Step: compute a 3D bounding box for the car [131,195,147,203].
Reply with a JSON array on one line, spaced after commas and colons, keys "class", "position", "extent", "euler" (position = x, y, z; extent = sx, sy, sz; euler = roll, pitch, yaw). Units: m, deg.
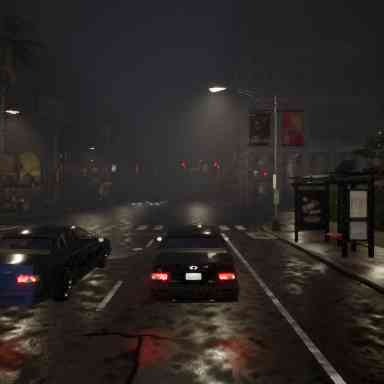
[{"class": "car", "position": [-11.005, 1.561, 67.309], "extent": [1.994, 1.385, 4.181], "euler": [0, 0, 0]}]

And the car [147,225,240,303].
[{"class": "car", "position": [0.024, 1.547, 8.421], "extent": [2.033, 1.411, 5.357], "euler": [0, 0, 0]}]

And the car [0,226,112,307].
[{"class": "car", "position": [-3.476, 1.547, 8.236], "extent": [2.033, 1.411, 5.357], "euler": [0, 0, 0]}]

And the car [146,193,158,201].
[{"class": "car", "position": [-10.645, 1.225, 89.122], "extent": [2.150, 2.045, 5.566], "euler": [0, 0, 6]}]

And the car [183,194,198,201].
[{"class": "car", "position": [-0.430, 1.540, 86.110], "extent": [2.033, 1.411, 5.357], "euler": [0, 0, 6]}]

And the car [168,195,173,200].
[{"class": "car", "position": [-7.142, 1.500, 88.948], "extent": [1.837, 1.490, 4.892], "euler": [0, 0, 6]}]

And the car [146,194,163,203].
[{"class": "car", "position": [-7.511, 1.562, 67.534], "extent": [1.994, 1.385, 4.181], "euler": [0, 0, 0]}]

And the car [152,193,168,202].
[{"class": "car", "position": [-7.580, 1.355, 78.627], "extent": [2.097, 1.767, 4.553], "euler": [0, 0, 0]}]
